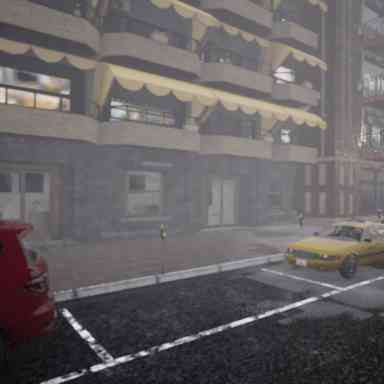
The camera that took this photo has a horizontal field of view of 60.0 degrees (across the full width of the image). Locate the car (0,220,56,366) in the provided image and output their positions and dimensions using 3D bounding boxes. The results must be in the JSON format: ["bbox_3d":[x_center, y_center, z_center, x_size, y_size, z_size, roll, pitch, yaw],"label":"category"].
[{"bbox_3d":[-4.143,1.321,3.588,5.009,1.841,2.192,0,1,-35],"label":"car"}]

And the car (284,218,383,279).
[{"bbox_3d":[4.782,1.486,9.960,4.829,1.417,1.752,0,1,-35],"label":"car"}]
